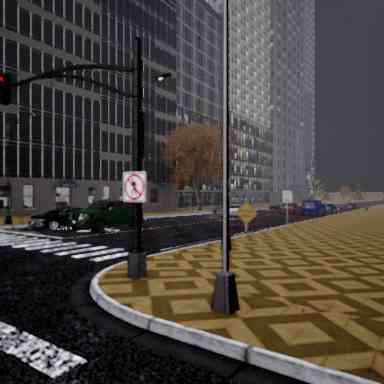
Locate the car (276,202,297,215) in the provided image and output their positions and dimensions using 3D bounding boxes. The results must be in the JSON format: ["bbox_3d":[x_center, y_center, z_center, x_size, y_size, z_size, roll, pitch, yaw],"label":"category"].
[{"bbox_3d":[13.798,2.202,46.404,2.097,1.767,4.553,0,-1,33],"label":"car"}]

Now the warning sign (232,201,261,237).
[{"bbox_3d":[3.057,1.453,18.614,1.300,1.860,1.060,1,1,33],"label":"warning sign"}]

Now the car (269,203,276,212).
[{"bbox_3d":[13.686,2.334,52.308,1.895,1.301,4.718,0,-1,33],"label":"car"}]

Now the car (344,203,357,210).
[{"bbox_3d":[31.471,2.835,65.751,1.812,1.442,4.674,0,-1,33],"label":"car"}]

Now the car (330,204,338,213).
[{"bbox_3d":[21.875,2.555,53.003,1.812,1.442,4.674,0,-1,33],"label":"car"}]

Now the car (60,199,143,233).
[{"bbox_3d":[-5.673,1.519,22.547,2.150,2.045,5.566,0,-1,33],"label":"car"}]

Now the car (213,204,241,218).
[{"bbox_3d":[4.641,2.164,38.507,1.812,1.442,4.674,0,-1,33],"label":"car"}]

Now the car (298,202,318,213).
[{"bbox_3d":[19.146,2.503,54.768,1.882,1.535,5.008,0,-1,33],"label":"car"}]

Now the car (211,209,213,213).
[{"bbox_3d":[4.583,2.269,44.374,2.033,1.411,5.357,0,-1,33],"label":"car"}]

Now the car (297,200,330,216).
[{"bbox_3d":[16.117,2.063,44.035,2.150,2.045,5.566,0,-1,35],"label":"car"}]

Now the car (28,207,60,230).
[{"bbox_3d":[-8.969,1.781,23.435,1.837,1.490,4.892,0,-1,33],"label":"car"}]
